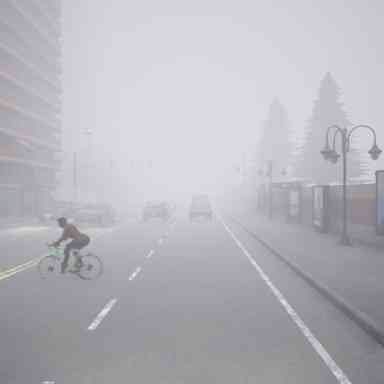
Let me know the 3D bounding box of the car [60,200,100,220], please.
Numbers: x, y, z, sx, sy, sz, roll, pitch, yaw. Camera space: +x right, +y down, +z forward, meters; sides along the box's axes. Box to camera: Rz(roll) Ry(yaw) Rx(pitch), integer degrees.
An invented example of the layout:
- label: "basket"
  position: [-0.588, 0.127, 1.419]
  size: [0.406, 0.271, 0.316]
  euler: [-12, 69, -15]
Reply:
- label: "car"
  position: [-9.915, 1.585, 29.819]
  size: [1.994, 1.385, 4.181]
  euler: [0, 2, 2]

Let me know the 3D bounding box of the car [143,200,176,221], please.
- label: "car"
  position: [-2.806, 1.491, 27.261]
  size: [2.128, 1.511, 4.902]
  euler: [0, 0, 1]

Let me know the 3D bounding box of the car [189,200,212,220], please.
- label: "car"
  position: [0.708, 1.601, 28.150]
  size: [1.895, 1.301, 4.718]
  euler: [0, 0, 1]

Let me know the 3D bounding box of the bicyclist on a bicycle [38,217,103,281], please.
- label: "bicyclist on a bicycle"
  position: [-3.075, 1.455, 8.357]
  size: [1.656, 1.620, 0.582]
  euler: [-2, 0, 1]

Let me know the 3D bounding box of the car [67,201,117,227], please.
- label: "car"
  position: [-6.592, 1.507, 23.066]
  size: [1.837, 1.490, 4.892]
  euler: [0, -1, 1]

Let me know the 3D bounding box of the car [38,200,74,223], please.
- label: "car"
  position: [-9.947, 1.415, 25.482]
  size: [2.128, 1.511, 4.902]
  euler: [0, 4, 1]

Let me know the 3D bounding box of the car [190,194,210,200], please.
- label: "car"
  position: [0.973, 1.221, 39.365]
  size: [2.150, 2.045, 5.566]
  euler: [0, 0, 1]

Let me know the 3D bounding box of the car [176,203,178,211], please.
- label: "car"
  position: [-2.599, 1.601, 37.386]
  size: [1.895, 1.301, 4.718]
  euler: [0, 0, 2]
